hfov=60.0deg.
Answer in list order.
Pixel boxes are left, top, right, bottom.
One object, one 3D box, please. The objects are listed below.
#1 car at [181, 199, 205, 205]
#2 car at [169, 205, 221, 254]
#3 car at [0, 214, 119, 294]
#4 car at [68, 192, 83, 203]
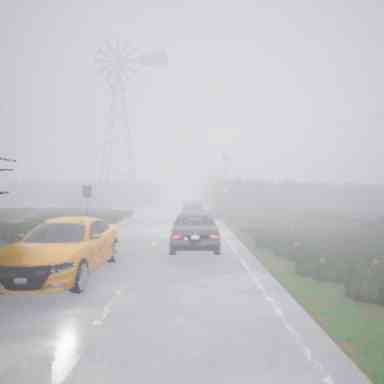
[{"bbox_3d":[0.100,1.339,28.071,2.128,1.511,4.902,0,0,0],"label":"car"},{"bbox_3d":[0.100,1.476,13.108,2.033,1.411,5.357,0,0,0],"label":"car"},{"bbox_3d":[-3.299,1.429,8.895,1.882,1.535,5.008,0,0,0],"label":"car"},{"bbox_3d":[-17.223,0.951,49.413,1.905,1.878,3.866,0,0,-31],"label":"car"}]
